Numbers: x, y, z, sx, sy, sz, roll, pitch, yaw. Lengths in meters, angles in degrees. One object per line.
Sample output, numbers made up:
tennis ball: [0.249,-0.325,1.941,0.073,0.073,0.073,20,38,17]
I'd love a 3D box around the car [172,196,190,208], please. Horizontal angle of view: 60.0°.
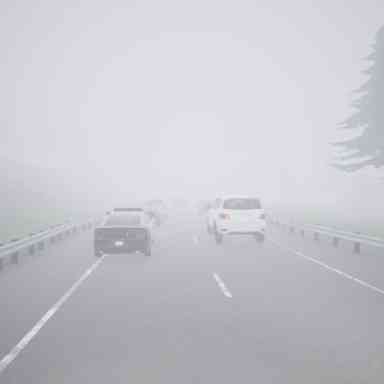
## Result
car: [-1.837,1.348,48.486,2.097,1.767,4.553,0,0,2]

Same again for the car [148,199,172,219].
car: [-3.128,1.349,28.904,2.097,1.767,4.553,0,0,-1]

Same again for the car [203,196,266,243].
car: [2.008,1.213,16.311,2.150,2.045,5.566,0,-1,-3]

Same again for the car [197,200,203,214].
car: [1.542,1.544,34.800,2.033,1.411,5.357,0,0,1]

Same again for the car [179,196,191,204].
car: [-1.304,1.486,63.541,2.128,1.511,4.902,0,0,2]

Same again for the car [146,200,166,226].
car: [-2.988,1.524,22.951,1.812,1.442,4.674,0,0,-2]

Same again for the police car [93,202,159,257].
police car: [-2.484,1.424,13.098,1.930,1.638,5.238,0,0,-4]
